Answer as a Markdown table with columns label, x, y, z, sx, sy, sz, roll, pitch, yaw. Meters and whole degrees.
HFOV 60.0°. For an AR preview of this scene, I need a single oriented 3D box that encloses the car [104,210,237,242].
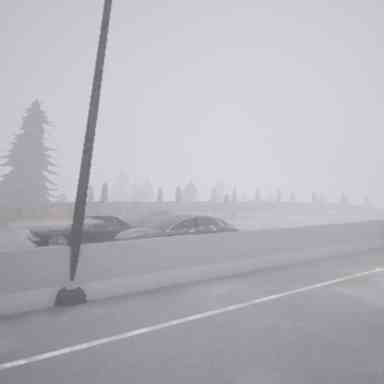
| label | x | y | z | sx | sy | sz | roll | pitch | yaw |
| --- | --- | --- | --- | --- | --- | --- | --- | --- | --- |
| car | -0.459 | 1.569 | 12.263 | 4.892 | 1.490 | 1.837 | 1 | 0 | -35 |

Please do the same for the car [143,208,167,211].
| label | x | y | z | sx | sy | sz | roll | pitch | yaw |
| --- | --- | --- | --- | --- | --- | --- | --- | --- | --- |
| car | -2.291 | 1.655 | 19.552 | 4.181 | 1.385 | 1.994 | 1 | 0 | -35 |

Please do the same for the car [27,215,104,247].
| label | x | y | z | sx | sy | sz | roll | pitch | yaw |
| --- | --- | --- | --- | --- | --- | --- | --- | --- | --- |
| car | -4.207 | 1.645 | 13.889 | 4.718 | 1.301 | 1.895 | 1 | 0 | -35 |
